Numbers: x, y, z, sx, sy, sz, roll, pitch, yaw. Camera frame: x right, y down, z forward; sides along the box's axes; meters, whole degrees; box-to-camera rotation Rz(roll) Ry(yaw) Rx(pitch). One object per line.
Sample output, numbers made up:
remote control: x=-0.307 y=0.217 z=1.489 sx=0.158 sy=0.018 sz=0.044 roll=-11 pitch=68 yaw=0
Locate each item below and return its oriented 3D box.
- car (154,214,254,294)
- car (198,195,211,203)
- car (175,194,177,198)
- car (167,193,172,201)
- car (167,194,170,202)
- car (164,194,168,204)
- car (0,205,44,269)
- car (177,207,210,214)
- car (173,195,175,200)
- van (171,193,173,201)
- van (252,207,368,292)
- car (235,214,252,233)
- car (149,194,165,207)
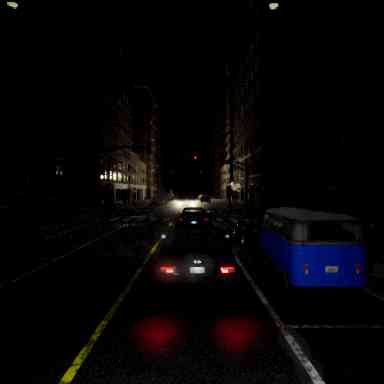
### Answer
car: x=0.097 y=1.546 z=8.900 sx=2.033 sy=1.411 sz=5.357 roll=0 pitch=0 yaw=0
car: x=2.825 y=1.404 z=68.668 sx=1.967 sy=1.590 sz=4.097 roll=0 pitch=0 yaw=0
car: x=-5.707 y=1.282 z=84.981 sx=2.192 sy=1.841 sz=5.009 roll=0 pitch=0 yaw=0
car: x=-5.699 y=1.509 z=68.629 sx=1.887 sy=1.381 sz=4.507 roll=0 pitch=0 yaw=0
car: x=-5.697 y=1.509 z=63.178 sx=1.887 sy=1.381 sz=4.507 roll=0 pitch=0 yaw=0
car: x=-5.694 y=1.516 z=57.727 sx=2.008 sy=1.369 sz=4.403 roll=0 pitch=0 yaw=0
car: x=-5.673 y=1.313 z=8.588 sx=2.192 sy=1.841 sz=5.009 roll=0 pitch=0 yaw=0
car: x=0.093 y=1.557 z=19.220 sx=1.994 sy=1.385 sz=4.181 roll=0 pitch=0 yaw=0
car: x=-5.704 y=1.516 z=79.530 sx=2.008 sy=1.369 sz=4.403 roll=0 pitch=0 yaw=0
van: x=-5.702 y=1.305 z=74.079 sx=1.690 sy=1.788 sz=3.998 roll=0 pitch=0 yaw=0
van: x=2.851 y=1.339 z=8.631 sx=1.690 sy=1.788 sz=3.998 roll=0 pitch=0 yaw=0
car: x=2.850 y=1.562 z=14.292 sx=1.947 sy=1.339 sz=4.313 roll=0 pitch=0 yaw=0
car: x=-5.692 y=1.493 z=52.106 sx=1.752 sy=1.417 sz=4.829 roll=0 pitch=0 yaw=0
